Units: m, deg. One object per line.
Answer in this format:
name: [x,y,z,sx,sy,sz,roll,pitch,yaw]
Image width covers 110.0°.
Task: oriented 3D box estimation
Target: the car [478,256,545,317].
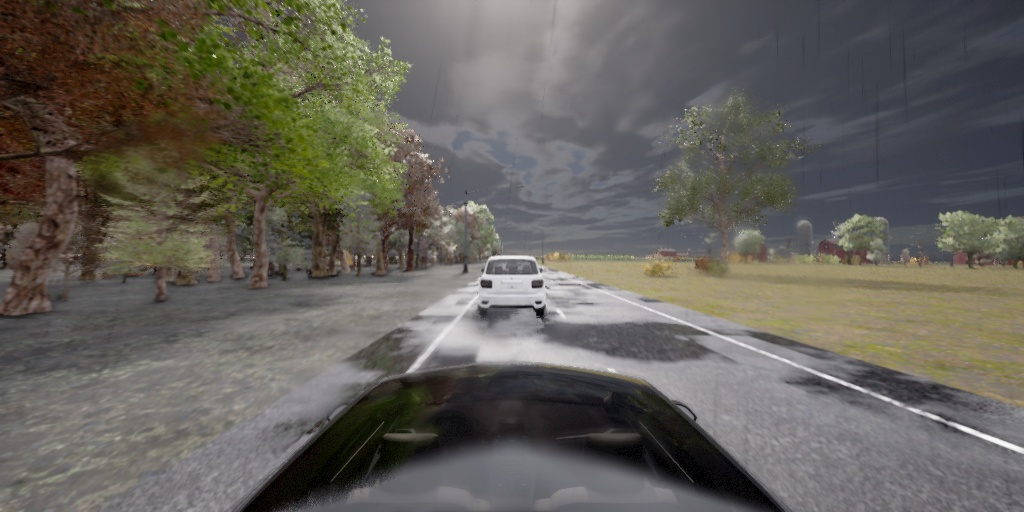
car: [-0.002,1.029,13.425,2.150,2.045,5.566,0,0,0]
